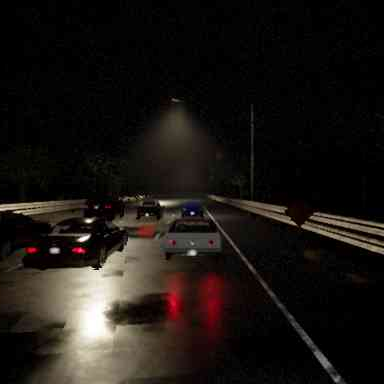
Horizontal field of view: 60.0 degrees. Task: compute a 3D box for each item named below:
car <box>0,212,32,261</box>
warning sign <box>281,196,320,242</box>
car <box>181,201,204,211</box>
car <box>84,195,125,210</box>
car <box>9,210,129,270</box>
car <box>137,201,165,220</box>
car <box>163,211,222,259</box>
[{"bbox_3d":[-6.967,1.471,12.284,1.882,1.535,5.008,0,0,1],"label":"car"},{"bbox_3d":[4.551,1.108,14.085,1.300,1.860,1.060,0,0,0],"label":"warning sign"},{"bbox_3d":[0.050,1.514,28.865,1.812,1.442,4.674,0,0,1],"label":"car"},{"bbox_3d":[-6.970,1.212,26.993,2.150,2.045,5.566,0,0,0],"label":"car"},{"bbox_3d":[-3.480,1.542,10.970,2.033,1.411,5.357,0,0,0],"label":"car"},{"bbox_3d":[-3.457,1.495,28.144,1.837,1.490,4.892,0,0,1],"label":"car"},{"bbox_3d":[0.036,1.594,12.514,1.895,1.301,4.718,0,0,1],"label":"car"}]
